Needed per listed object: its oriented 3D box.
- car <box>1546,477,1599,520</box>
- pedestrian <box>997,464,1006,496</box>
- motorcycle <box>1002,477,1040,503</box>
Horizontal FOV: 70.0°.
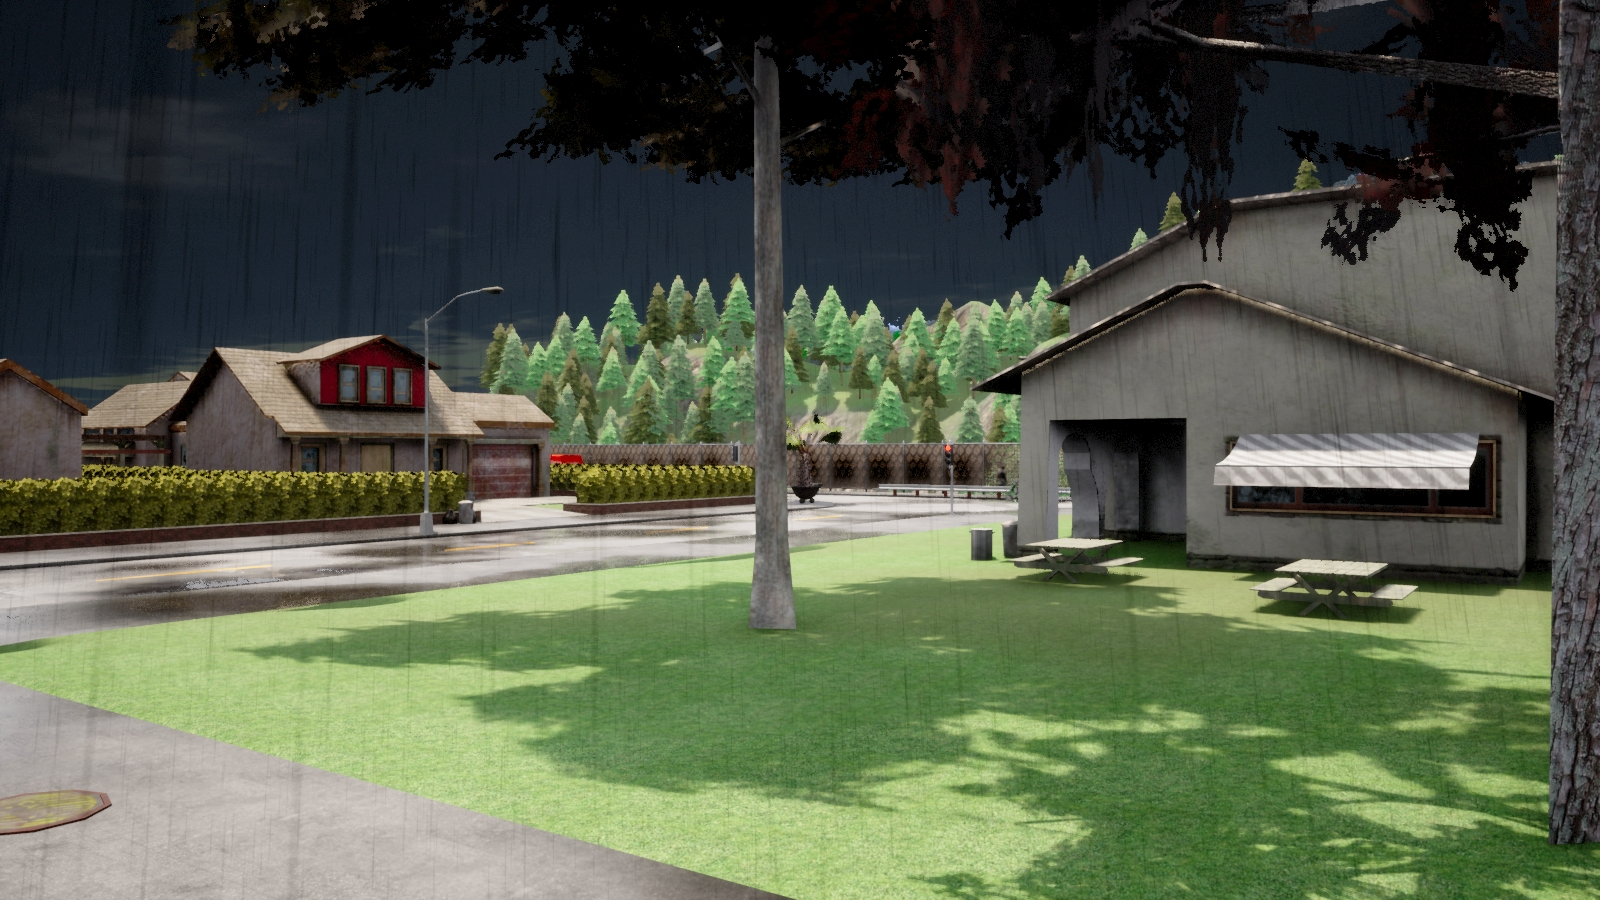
[{"bbox_3d":[33.161,1.968,46.521,4.611,1.667,2.242,0,0,35],"label":"car"},{"bbox_3d":[11.884,1.745,67.392,0.375,1.860,0.375,0,0,35],"label":"pedestrian"},{"bbox_3d":[11.864,2.142,61.353,1.805,1.316,0.856,0,0,35],"label":"motorcycle"}]
